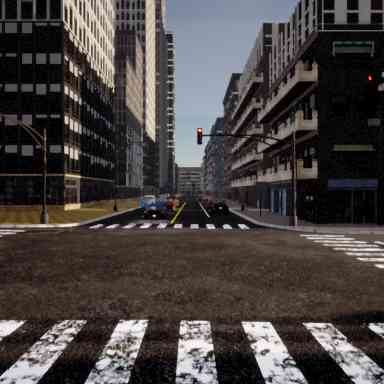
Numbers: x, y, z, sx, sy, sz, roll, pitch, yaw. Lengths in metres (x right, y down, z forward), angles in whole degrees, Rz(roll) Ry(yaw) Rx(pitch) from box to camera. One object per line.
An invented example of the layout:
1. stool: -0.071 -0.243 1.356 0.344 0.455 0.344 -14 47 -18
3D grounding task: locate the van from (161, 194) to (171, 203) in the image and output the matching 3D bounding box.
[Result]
1. van: -5.633 1.355 72.084 1.690 1.788 3.998 0 0 0

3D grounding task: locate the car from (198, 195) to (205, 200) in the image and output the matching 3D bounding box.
1. car: 2.766 1.590 94.695 1.947 1.339 4.313 0 0 0

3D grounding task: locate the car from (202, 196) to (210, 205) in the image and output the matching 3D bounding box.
1. car: 2.724 1.550 43.806 1.887 1.381 4.507 0 0 0

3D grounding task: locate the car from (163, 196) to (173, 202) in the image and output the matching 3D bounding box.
1. car: -5.628 1.567 77.738 2.008 1.369 4.403 0 0 0

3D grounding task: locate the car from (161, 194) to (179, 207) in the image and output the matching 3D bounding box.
1. car: -3.049 1.358 49.494 2.097 1.767 4.553 0 0 0

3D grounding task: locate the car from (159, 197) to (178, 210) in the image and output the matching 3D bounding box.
1. car: -3.063 1.605 39.394 1.895 1.301 4.718 0 0 0

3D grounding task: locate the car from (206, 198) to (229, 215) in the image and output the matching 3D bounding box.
1. car: 2.717 1.568 33.839 1.947 1.339 4.313 0 0 0

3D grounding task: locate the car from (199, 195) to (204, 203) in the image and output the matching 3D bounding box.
1. car: 2.738 1.561 60.769 2.008 1.369 4.403 0 0 0

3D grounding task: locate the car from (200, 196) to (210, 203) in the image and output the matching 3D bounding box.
1. car: 2.748 1.559 72.077 1.887 1.381 4.507 0 0 0

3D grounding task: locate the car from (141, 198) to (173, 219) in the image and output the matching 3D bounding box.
1. car: -3.076 1.549 29.719 2.033 1.411 5.357 0 0 0

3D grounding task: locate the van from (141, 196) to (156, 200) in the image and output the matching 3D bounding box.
1. van: -5.657 1.346 43.813 1.690 1.788 3.998 0 0 0

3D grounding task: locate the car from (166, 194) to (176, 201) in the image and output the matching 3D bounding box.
1. car: -5.619 1.337 89.048 2.192 1.841 5.009 0 0 0
